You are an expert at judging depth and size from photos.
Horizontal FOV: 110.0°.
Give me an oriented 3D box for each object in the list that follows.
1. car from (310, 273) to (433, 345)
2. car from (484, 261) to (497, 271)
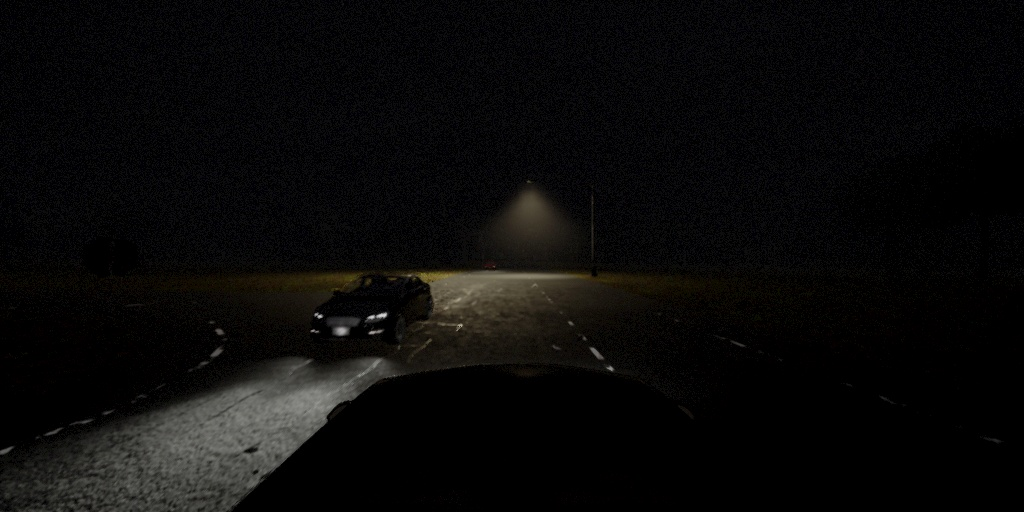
[{"bbox_3d":[-3.457,1.240,9.728,2.128,1.511,4.902,1,1,0],"label":"car"},{"bbox_3d":[-3.467,1.591,58.660,1.882,1.535,5.008,0,0,0],"label":"car"}]
